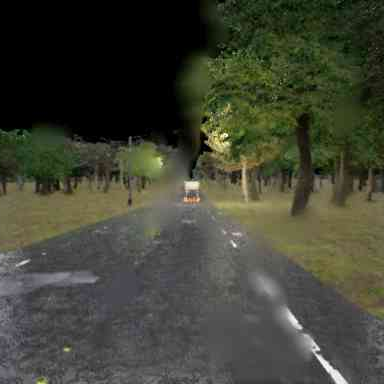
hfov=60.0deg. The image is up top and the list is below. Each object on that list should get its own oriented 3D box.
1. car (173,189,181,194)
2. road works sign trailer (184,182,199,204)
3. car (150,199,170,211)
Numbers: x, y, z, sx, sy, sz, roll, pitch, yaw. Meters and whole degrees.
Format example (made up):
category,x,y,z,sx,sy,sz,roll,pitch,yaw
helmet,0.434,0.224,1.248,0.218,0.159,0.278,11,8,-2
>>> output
category,x,y,z,sx,sy,sz,roll,pitch,yaw
car,-3.492,0.039,79.170,1.882,1.535,5.008,0,2,0
road works sign trailer,0.006,0.034,53.956,2.380,3.560,2.880,0,1,0
car,-3.589,1.416,37.556,1.895,1.301,4.718,0,1,0
